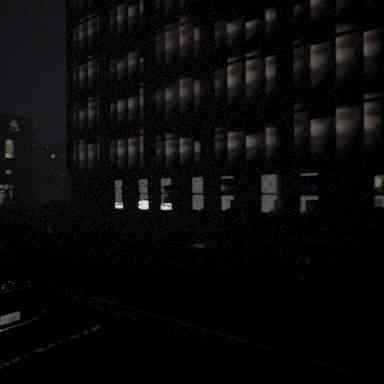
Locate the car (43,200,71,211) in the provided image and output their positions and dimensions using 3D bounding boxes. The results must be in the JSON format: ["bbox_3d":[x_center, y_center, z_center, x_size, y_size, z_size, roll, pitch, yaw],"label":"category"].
[{"bbox_3d":[-15.528,1.634,39.682,1.802,1.307,4.206,-1,-1,36],"label":"car"}]

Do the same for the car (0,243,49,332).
[{"bbox_3d":[-4.326,1.542,5.964,4.403,1.369,2.008,0,0,35],"label":"car"}]
